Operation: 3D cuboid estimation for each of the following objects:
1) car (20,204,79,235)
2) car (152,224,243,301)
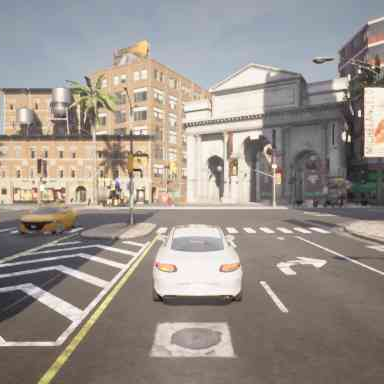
[{"bbox_3d":[-8.062,1.477,19.225,1.882,1.535,5.008,0,0,-2],"label":"car"},{"bbox_3d":[0.106,1.526,8.188,1.812,1.442,4.674,0,0,0],"label":"car"}]
